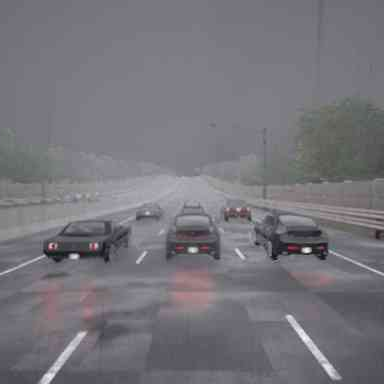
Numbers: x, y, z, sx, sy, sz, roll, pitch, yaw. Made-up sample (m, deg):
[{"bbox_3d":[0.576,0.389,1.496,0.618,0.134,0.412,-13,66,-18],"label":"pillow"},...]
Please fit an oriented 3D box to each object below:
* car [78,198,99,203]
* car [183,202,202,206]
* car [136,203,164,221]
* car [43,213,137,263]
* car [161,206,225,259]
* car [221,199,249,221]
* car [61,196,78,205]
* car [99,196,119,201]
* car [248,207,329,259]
[{"bbox_3d":[-17.525,1.624,57.687,1.895,1.301,4.718,0,0,1],"label":"car"},{"bbox_3d":[0.053,1.537,27.626,2.128,1.511,4.902,0,0,1],"label":"car"},{"bbox_3d":[-3.442,1.610,27.887,1.994,1.385,4.181,0,0,0],"label":"car"},{"bbox_3d":[-3.455,1.623,12.040,1.895,1.301,4.718,0,0,1],"label":"car"},{"bbox_3d":[0.050,1.529,12.695,1.837,1.490,4.892,0,0,0],"label":"car"},{"bbox_3d":[3.554,1.396,27.511,2.097,1.767,4.553,0,0,0],"label":"car"},{"bbox_3d":[-21.023,1.527,57.653,1.837,1.490,4.892,0,0,1],"label":"car"},{"bbox_3d":[-14.033,1.514,57.706,2.128,1.511,4.902,0,0,1],"label":"car"},{"bbox_3d":[3.551,1.529,12.656,1.837,1.490,4.892,0,0,0],"label":"car"}]
